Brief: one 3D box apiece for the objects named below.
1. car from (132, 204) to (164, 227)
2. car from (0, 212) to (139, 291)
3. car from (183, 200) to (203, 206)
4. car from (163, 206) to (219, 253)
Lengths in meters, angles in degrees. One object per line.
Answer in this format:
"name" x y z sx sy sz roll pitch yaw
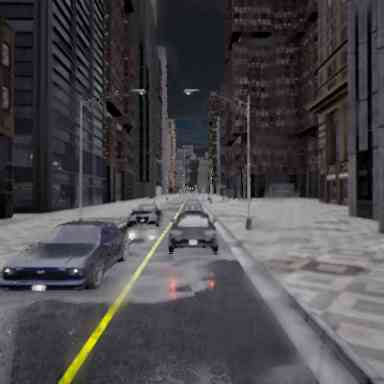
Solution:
"car" -3.002 1.531 22.243 1.994 1.385 4.181 0 0 0
"car" -3.041 1.534 9.313 2.033 1.411 5.357 0 0 1
"car" 0.096 1.498 33.847 2.033 1.411 5.357 0 0 0
"car" 0.055 1.505 13.434 1.812 1.442 4.674 0 0 1
